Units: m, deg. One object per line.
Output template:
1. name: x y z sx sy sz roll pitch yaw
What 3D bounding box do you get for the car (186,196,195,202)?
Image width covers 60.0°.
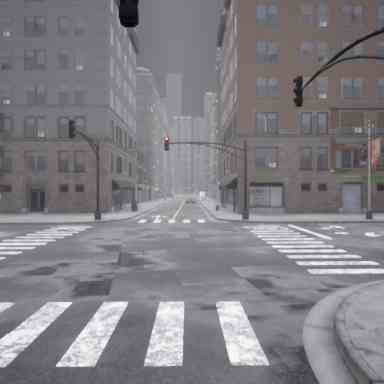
1. car: -0.368 1.468 73.679 1.895 1.301 4.718 0 0 0

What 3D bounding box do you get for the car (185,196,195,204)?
1. car: -0.300 1.636 63.674 1.895 1.301 4.718 0 0 0
